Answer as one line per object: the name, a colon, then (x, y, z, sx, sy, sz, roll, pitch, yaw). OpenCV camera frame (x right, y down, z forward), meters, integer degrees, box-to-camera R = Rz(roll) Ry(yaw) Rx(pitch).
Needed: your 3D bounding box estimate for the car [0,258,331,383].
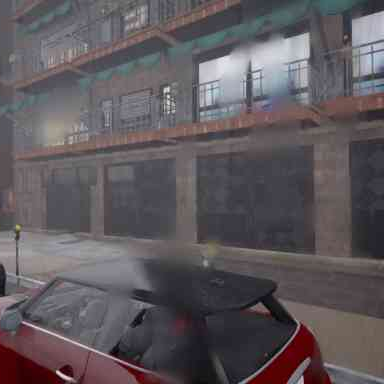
car: (-0.831, 1.441, 3.482, 4.097, 1.590, 1.967, 0, -1, 36)
